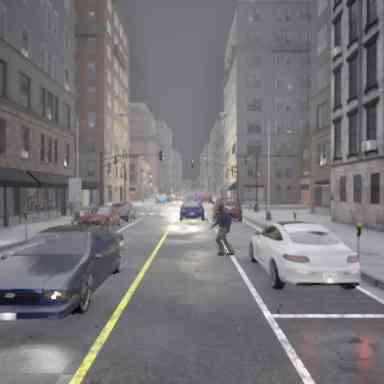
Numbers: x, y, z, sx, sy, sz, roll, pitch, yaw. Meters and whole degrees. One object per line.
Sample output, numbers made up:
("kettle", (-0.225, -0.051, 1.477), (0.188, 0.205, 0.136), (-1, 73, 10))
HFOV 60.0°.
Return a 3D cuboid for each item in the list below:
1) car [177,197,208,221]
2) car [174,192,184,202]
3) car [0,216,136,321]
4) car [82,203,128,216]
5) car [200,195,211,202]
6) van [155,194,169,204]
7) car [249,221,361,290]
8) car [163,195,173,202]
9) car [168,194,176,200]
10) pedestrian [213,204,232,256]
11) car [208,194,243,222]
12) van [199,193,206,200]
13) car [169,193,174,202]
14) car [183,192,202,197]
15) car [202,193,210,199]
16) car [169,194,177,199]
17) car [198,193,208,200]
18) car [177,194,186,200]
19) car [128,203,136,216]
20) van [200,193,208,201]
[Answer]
("car", (0.015, 1.415, 26.576), (1.882, 1.535, 5.008), (0, 0, 0))
("car", (-2.698, 1.182, 69.450), (2.097, 1.767, 4.553), (0, 0, 0))
("car", (-2.845, 1.529, 7.787), (2.033, 1.411, 5.357), (0, 0, 0))
("car", (-5.373, 1.498, 19.919), (1.887, 1.381, 4.507), (0, 0, 0))
("car", (2.751, 1.381, 68.201), (2.008, 1.369, 4.403), (0, 0, 0))
("van", (-5.365, 1.199, 57.393), (1.690, 1.788, 3.998), (0, 0, 0))
("car", (2.757, 1.506, 8.939), (1.812, 1.442, 4.674), (0, 0, 0))
("car", (-5.349, 1.361, 73.612), (1.887, 1.381, 4.507), (0, 0, 0))
("car", (-5.332, 1.299, 89.662), (1.752, 1.417, 4.829), (0, 0, 0))
("pedestrian", (1.037, 1.268, 11.347), (0.375, 1.860, 0.375), (0, 0, -14))
("car", (2.656, 1.255, 25.424), (2.192, 1.841, 5.009), (0, 0, 0))
("van", (2.747, 1.114, 89.826), (1.690, 1.788, 3.998), (0, 0, 0))
("car", (-5.354, 1.396, 68.206), (1.947, 1.339, 4.313), (0, 0, 0))
("car", (0.108, 1.222, 52.348), (2.097, 1.767, 4.553), (0, 0, 1))
("car", (2.752, 1.159, 62.795), (2.192, 1.841, 5.009), (0, 0, 0))
("car", (-5.327, 1.309, 95.237), (2.008, 1.369, 4.403), (0, 0, 0))
("car", (2.748, 1.102, 84.420), (2.192, 1.841, 5.009), (0, 0, 0))
("car", (-2.686, 1.314, 85.020), (2.033, 1.411, 5.357), (0, 0, 0))
("car", (-5.369, 1.506, 25.430), (1.947, 1.339, 4.313), (0, 0, 0))
("van", (2.749, 1.143, 79.013), (1.690, 1.788, 3.998), (0, 0, 0))
